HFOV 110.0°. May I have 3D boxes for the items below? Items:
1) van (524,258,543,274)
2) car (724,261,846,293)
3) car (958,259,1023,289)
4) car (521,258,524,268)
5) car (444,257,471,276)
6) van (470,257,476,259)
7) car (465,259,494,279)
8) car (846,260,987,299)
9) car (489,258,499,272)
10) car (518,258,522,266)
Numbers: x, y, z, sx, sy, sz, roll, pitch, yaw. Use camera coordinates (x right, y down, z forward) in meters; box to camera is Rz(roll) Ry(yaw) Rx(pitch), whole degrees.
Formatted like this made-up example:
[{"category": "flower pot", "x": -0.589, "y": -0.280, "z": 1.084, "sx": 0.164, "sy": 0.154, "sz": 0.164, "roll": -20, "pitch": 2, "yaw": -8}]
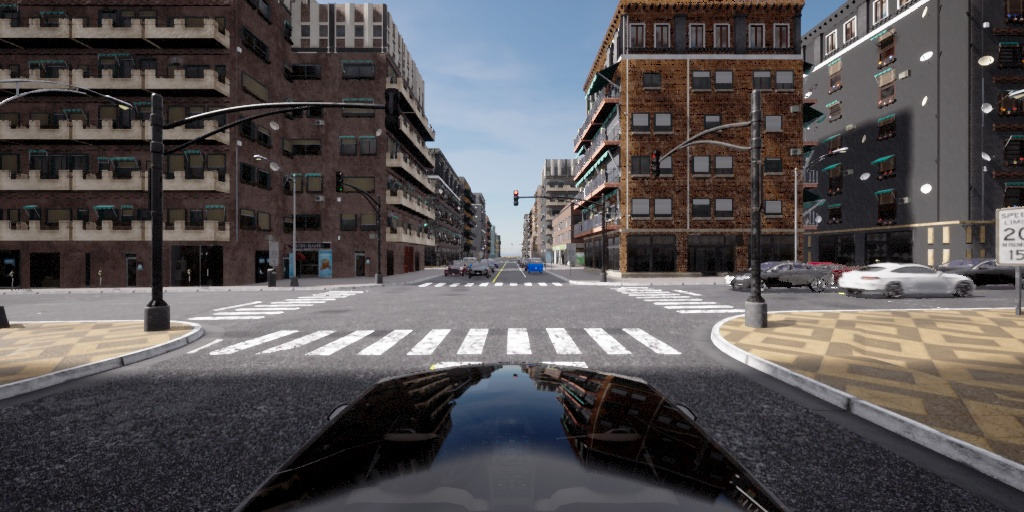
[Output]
[{"category": "van", "x": 2.592, "y": 1.081, "z": 40.870, "sx": 1.690, "sy": 1.789, "sz": 3.998, "roll": 0, "pitch": 0, "yaw": 0}, {"category": "car", "x": 13.528, "y": 1.036, "z": 18.360, "sx": 4.902, "sy": 1.511, "sz": 2.128, "roll": -1, "pitch": 0, "yaw": 0}, {"category": "car", "x": 23.643, "y": 0.896, "z": 18.379, "sx": 4.902, "sy": 1.511, "sz": 2.128, "roll": -1, "pitch": 0, "yaw": 0}, {"category": "car", "x": 2.541, "y": 1.283, "z": 47.074, "sx": 1.888, "sy": 1.381, "sz": 4.507, "roll": 0, "pitch": 0, "yaw": 0}, {"category": "car", "x": -5.534, "y": 1.182, "z": 35.889, "sx": 1.967, "sy": 1.591, "sz": 4.097, "roll": 0, "pitch": 0, "yaw": 0}, {"category": "van", "x": -5.528, "y": 1.079, "z": 47.053, "sx": 1.690, "sy": 1.789, "sz": 3.998, "roll": 0, "pitch": 0, "yaw": 0}, {"category": "car", "x": -2.929, "y": 1.248, "z": 33.180, "sx": 1.837, "sy": 1.490, "sz": 4.892, "roll": 0, "pitch": 0, "yaw": 0}, {"category": "car", "x": 16.891, "y": 1.025, "z": 15.510, "sx": 4.674, "sy": 1.442, "sz": 1.812, "roll": -1, "pitch": 0, "yaw": 0}, {"category": "car", "x": -2.960, "y": 1.287, "z": 43.561, "sx": 2.033, "sy": 1.411, "sz": 5.357, "roll": 0, "pitch": 0, "yaw": 0}, {"category": "car", "x": 2.419, "y": 1.300, "z": 58.236, "sx": 1.948, "sy": 1.339, "sz": 4.313, "roll": 0, "pitch": 0, "yaw": 0}]
